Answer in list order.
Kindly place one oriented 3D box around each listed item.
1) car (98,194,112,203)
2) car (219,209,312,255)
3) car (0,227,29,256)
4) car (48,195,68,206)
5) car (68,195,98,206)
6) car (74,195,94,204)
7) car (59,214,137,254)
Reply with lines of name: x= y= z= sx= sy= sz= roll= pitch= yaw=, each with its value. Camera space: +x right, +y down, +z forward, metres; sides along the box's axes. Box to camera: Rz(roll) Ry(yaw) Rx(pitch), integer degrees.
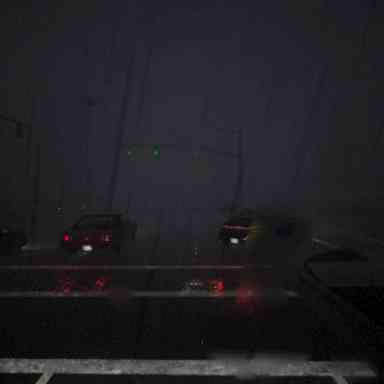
car: x=-15.016 y=1.126 z=56.558 sx=2.128 sy=1.511 sz=4.902 roll=0 pitch=0 yaw=0
car: x=3.016 y=1.406 z=13.021 sx=2.128 sy=1.511 sz=4.902 roll=-1 pitch=0 yaw=41
car: x=-6.906 y=1.484 z=9.700 sx=2.033 sy=1.411 sz=5.357 roll=0 pitch=0 yaw=0
car: x=-18.568 y=1.223 z=46.844 sx=1.812 sy=1.442 sz=4.674 roll=0 pitch=0 yaw=0
car: x=-15.082 y=1.205 z=46.257 sx=1.837 sy=1.490 sz=4.892 roll=0 pitch=0 yaw=0
car: x=-18.517 y=1.231 z=57.139 sx=1.895 sy=1.301 sz=4.718 roll=0 pitch=0 yaw=0
car: x=-3.405 y=1.515 z=13.070 sx=1.895 sy=1.301 sz=4.718 roll=0 pitch=0 yaw=0
